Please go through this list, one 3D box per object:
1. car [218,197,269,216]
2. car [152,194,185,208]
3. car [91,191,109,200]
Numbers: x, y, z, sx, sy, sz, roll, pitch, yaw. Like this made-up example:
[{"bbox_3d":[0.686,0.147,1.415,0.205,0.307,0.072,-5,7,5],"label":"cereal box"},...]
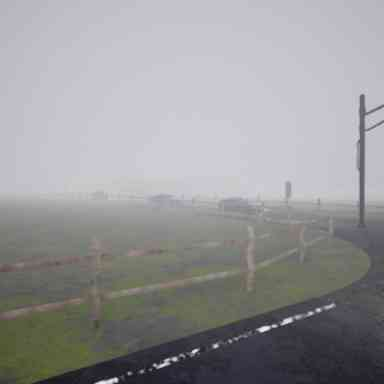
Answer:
[{"bbox_3d":[4.246,1.181,27.672,2.128,1.511,4.902,0,1,-35],"label":"car"},{"bbox_3d":[-2.716,0.950,37.447,1.882,1.535,5.008,0,1,-35],"label":"car"},{"bbox_3d":[-15.328,0.595,55.304,1.837,1.490,4.892,0,0,-35],"label":"car"}]
